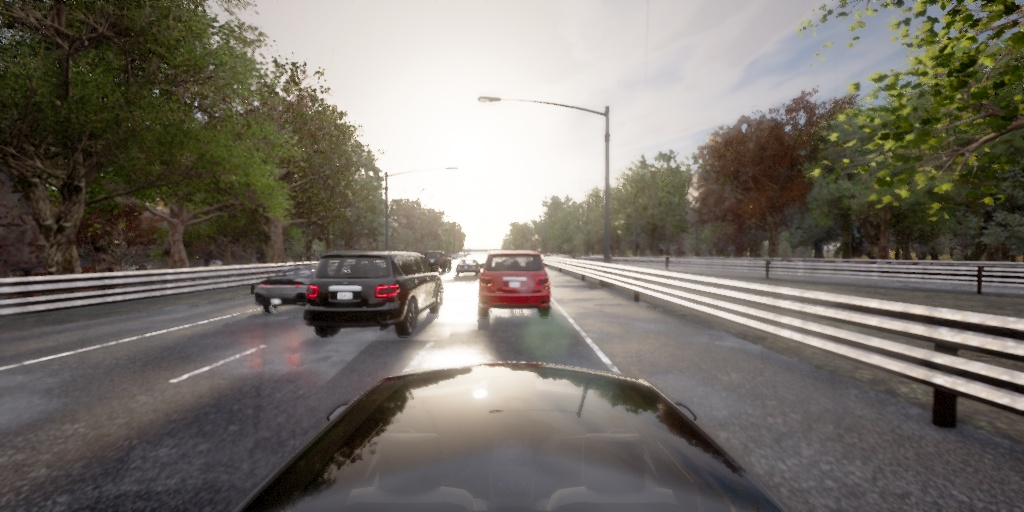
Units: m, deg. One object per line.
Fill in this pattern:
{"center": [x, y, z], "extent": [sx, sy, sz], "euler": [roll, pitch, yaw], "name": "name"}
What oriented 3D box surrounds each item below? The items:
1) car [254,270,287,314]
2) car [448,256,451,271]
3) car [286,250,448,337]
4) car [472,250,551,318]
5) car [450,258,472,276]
{"center": [-6.959, 1.087, 12.982], "extent": [2.128, 1.511, 4.902], "euler": [0, 1, 0], "name": "car"}
{"center": [-7.287, 0.530, 35.156], "extent": [2.150, 2.045, 5.566], "euler": [0, 1, -1], "name": "car"}
{"center": [-3.438, 0.858, 10.038], "extent": [2.150, 2.045, 5.566], "euler": [0, 1, 0], "name": "car"}
{"center": [0.051, 0.824, 12.445], "extent": [2.150, 2.045, 5.566], "euler": [0, 1, -1], "name": "car"}
{"center": [-3.696, 0.910, 30.828], "extent": [2.033, 1.411, 5.357], "euler": [0, 1, -1], "name": "car"}
